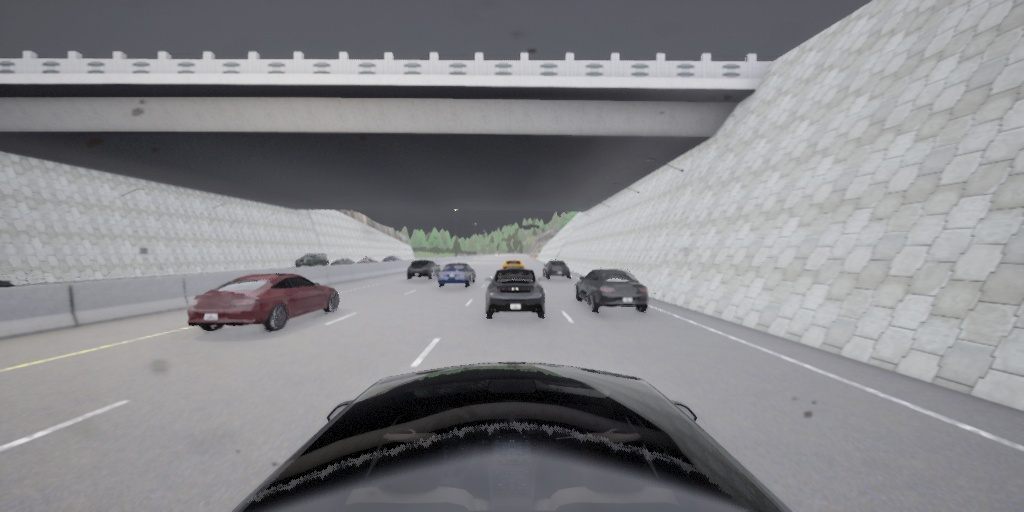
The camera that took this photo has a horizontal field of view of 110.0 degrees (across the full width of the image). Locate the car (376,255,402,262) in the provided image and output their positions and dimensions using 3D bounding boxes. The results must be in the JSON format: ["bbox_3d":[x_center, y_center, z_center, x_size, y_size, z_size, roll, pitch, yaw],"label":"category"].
[{"bbox_3d":[-17.564,0.719,52.373,2.097,1.767,4.553,0,0,0],"label":"car"}]

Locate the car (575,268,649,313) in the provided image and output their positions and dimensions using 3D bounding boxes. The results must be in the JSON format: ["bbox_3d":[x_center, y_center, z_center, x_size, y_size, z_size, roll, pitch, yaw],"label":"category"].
[{"bbox_3d":[3.604,1.186,13.470,1.812,1.442,4.674,0,0,0],"label":"car"}]

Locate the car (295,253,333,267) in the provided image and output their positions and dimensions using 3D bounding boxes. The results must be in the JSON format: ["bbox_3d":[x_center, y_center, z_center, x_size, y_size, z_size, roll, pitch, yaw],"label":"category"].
[{"bbox_3d":[-28.060,0.603,50.503,2.150,2.045,5.566,0,0,0],"label":"car"}]

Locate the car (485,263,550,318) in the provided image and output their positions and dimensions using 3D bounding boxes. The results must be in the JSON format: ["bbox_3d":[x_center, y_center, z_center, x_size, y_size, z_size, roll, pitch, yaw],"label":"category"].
[{"bbox_3d":[0.103,1.172,12.623,1.837,1.490,4.892,0,0,0],"label":"car"}]

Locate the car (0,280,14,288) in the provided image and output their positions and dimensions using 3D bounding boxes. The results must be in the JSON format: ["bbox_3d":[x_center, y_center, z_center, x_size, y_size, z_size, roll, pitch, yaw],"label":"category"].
[{"bbox_3d":[-17.598,1.194,9.985,1.837,1.490,4.892,0,0,0],"label":"car"}]

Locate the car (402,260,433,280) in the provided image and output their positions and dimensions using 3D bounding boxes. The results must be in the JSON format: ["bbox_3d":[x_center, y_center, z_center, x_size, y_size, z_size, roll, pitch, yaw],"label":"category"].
[{"bbox_3d":[-6.892,1.053,28.388,1.837,1.490,4.892,0,0,0],"label":"car"}]

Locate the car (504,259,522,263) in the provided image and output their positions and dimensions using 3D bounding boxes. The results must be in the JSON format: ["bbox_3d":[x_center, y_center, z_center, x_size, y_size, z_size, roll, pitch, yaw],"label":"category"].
[{"bbox_3d":[0.109,1.014,29.851,1.882,1.535,5.008,0,0,0],"label":"car"}]

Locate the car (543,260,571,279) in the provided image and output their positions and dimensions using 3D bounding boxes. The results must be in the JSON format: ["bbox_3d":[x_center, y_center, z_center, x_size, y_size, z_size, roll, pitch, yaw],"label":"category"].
[{"bbox_3d":[3.594,1.066,29.287,1.812,1.442,4.674,0,0,0],"label":"car"}]

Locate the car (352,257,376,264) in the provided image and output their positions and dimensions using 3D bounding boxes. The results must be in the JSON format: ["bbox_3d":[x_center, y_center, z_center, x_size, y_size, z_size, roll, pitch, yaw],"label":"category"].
[{"bbox_3d":[-21.058,0.893,52.394,1.812,1.442,4.674,0,0,0],"label":"car"}]

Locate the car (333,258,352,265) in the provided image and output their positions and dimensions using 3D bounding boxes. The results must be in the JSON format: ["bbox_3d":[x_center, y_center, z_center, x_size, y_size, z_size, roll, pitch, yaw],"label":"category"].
[{"bbox_3d":[-24.555,0.932,52.319,1.994,1.385,4.181,0,0,0],"label":"car"}]

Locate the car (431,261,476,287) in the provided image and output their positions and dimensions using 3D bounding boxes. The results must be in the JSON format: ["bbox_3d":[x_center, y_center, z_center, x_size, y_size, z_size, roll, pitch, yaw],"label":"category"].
[{"bbox_3d":[-3.394,1.138,22.756,2.033,1.411,5.357,0,0,0],"label":"car"}]

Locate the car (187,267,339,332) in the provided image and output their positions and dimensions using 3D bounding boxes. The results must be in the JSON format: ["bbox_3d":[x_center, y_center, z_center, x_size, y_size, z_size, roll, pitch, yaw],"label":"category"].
[{"bbox_3d":[-6.910,1.209,10.521,1.812,1.442,4.674,0,0,0],"label":"car"}]
